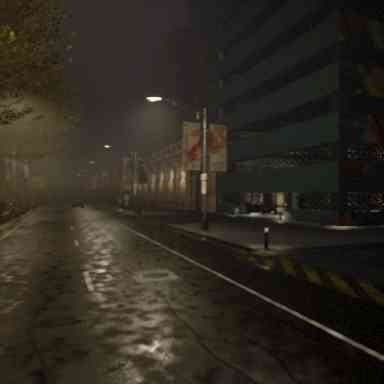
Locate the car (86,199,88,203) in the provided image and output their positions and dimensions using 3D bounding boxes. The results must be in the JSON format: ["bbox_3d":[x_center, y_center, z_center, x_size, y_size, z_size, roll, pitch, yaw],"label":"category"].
[{"bbox_3d":[-28.845,2.364,88.981,1.895,1.301,4.718,1,-1,-22],"label":"car"}]

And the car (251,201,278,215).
[{"bbox_3d":[8.040,1.856,39.010,2.161,1.482,4.786,1,-1,-22],"label":"car"}]

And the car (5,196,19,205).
[{"bbox_3d":[-33.264,1.669,59.890,2.150,2.045,5.566,1,-1,-21],"label":"car"}]

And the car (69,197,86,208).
[{"bbox_3d":[-19.368,2.006,56.194,1.812,1.442,4.674,1,-1,-22],"label":"car"}]

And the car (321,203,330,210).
[{"bbox_3d":[18.985,2.001,42.874,1.895,1.301,4.718,1,-1,-22],"label":"car"}]

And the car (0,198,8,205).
[{"bbox_3d":[-42.573,2.086,74.015,2.033,1.411,5.357,1,-1,-21],"label":"car"}]

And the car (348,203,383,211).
[{"bbox_3d":[16.344,1.704,29.172,2.002,1.452,4.674,1,-1,-22],"label":"car"}]
